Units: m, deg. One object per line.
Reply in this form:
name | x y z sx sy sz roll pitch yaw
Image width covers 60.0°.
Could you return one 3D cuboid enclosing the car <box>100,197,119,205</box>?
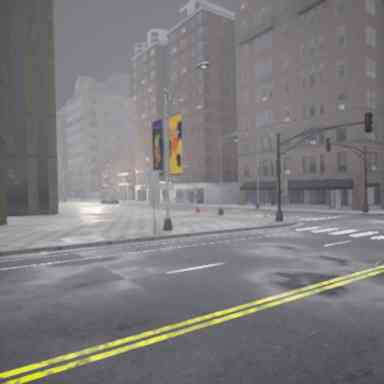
car | -15.054 1.587 60.551 2.033 1.411 5.357 -2 1 -35
